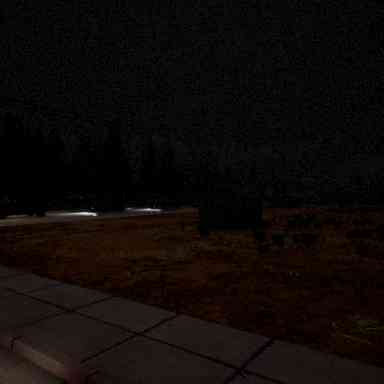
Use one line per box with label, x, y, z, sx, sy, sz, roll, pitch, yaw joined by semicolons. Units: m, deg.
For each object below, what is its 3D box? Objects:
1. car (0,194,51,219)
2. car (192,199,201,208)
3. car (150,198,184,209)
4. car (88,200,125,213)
car;-15.488;1.248;29.727;2.150;2.045;5.566;0;0;36
car;1.938;1.591;47.246;1.994;1.385;4.181;0;0;39
car;-3.386;1.574;46.082;2.033;1.411;5.357;0;0;37
car;-9.588;1.591;37.702;1.994;1.385;4.181;0;0;37
